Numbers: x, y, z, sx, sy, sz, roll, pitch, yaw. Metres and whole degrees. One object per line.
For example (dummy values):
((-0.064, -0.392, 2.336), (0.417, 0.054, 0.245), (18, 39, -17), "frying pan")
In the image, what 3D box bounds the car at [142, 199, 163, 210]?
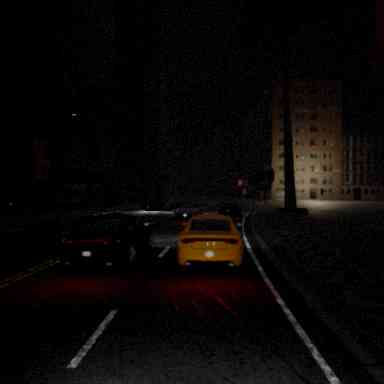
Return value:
((-4.701, 1.561, 40.666), (1.994, 1.385, 4.181), (0, 0, 12), "car")

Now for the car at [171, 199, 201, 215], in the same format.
((-0.149, 1.608, 29.504), (1.895, 1.301, 4.718), (0, 0, 11), "car")

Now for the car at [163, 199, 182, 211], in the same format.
((-1.486, 1.552, 40.079), (2.033, 1.411, 5.357), (0, 0, 12), "car")

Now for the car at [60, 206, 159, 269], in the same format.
((-2.604, 1.477, 11.274), (1.882, 1.535, 5.008), (0, 0, 4), "car")

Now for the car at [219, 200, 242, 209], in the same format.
((3.725, 1.494, 32.204), (1.882, 1.535, 5.008), (0, 0, 12), "car")

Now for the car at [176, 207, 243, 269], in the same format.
((0.654, 1.482, 11.242), (1.882, 1.535, 5.008), (0, 0, 5), "car")
